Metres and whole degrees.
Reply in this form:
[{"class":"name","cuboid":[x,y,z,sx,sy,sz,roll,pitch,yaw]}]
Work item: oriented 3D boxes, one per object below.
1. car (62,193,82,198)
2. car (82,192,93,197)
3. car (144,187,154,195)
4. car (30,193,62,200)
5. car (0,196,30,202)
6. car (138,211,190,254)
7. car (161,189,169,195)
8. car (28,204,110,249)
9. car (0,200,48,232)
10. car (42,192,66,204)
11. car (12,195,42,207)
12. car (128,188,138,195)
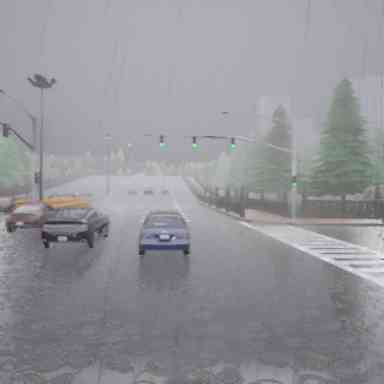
[{"class":"car","cuboid":[-17.945,0.926,48.022,2.097,1.767,4.553,1,1,-4]},{"class":"car","cuboid":[-18.772,0.786,58.427,2.033,1.411,5.357,1,3,-5]},{"class":"car","cuboid":[-9.412,-0.380,72.863,2.097,1.767,4.553,1,7,-5]},{"class":"car","cuboid":[-17.281,1.112,38.938,1.882,1.535,5.008,1,0,-4]},{"class":"car","cuboid":[-16.525,1.212,29.636,1.812,1.442,4.674,1,0,-6]},{"class":"car","cuboid":[-1.073,1.473,13.175,2.033,1.411,5.357,1,0,-4]},{"class":"car","cuboid":[-5.927,-0.105,73.153,1.895,1.301,4.718,1,7,-5]},{"class":"car","cuboid":[-4.635,1.377,13.847,2.128,1.511,4.902,1,0,-4]},{"class":"car","cuboid":[-8.491,1.350,18.343,1.812,1.442,4.674,1,0,-4]},{"class":"car","cuboid":[-21.827,0.918,52.868,2.128,1.511,4.902,1,2,-5]},{"class":"car","cuboid":[-21.055,1.142,42.576,1.994,1.385,4.181,1,0,-4]},{"class":"car","cuboid":[-12.908,-0.181,72.633,1.895,1.301,4.718,1,7,-5]}]
